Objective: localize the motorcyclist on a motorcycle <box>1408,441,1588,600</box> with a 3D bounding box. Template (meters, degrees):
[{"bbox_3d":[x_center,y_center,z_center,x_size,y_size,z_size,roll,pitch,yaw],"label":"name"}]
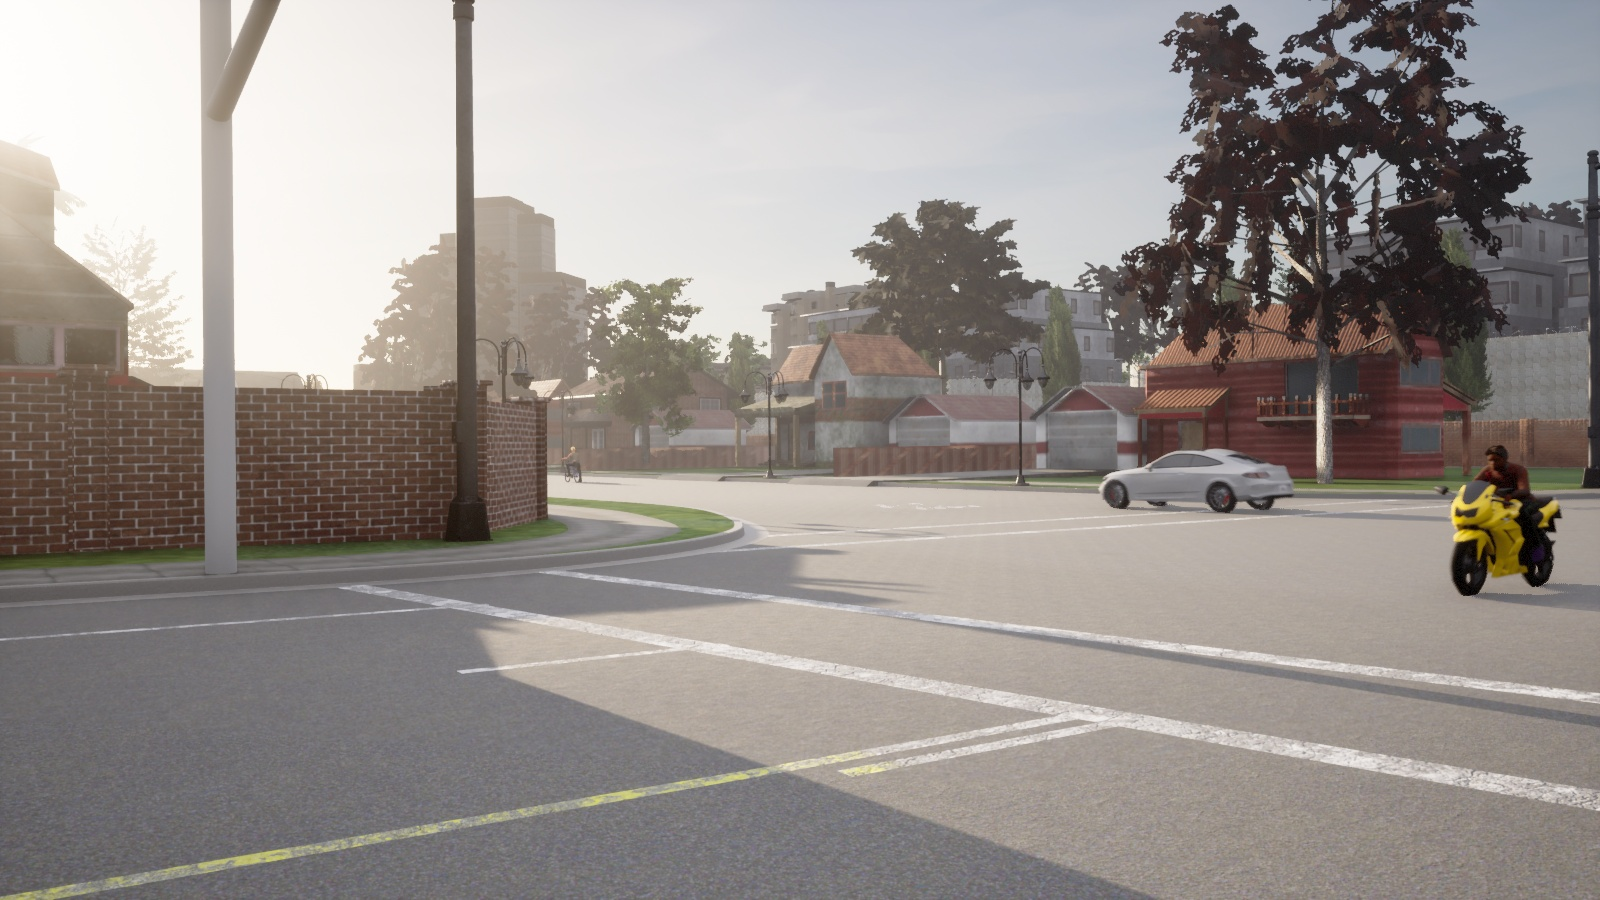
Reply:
[{"bbox_3d":[7.213,0.675,12.946,2.044,1.523,0.797,0,0,-35],"label":"motorcyclist on a motorcycle"}]

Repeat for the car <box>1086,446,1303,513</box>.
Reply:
[{"bbox_3d":[9.266,0.662,29.827,1.812,1.442,4.674,-1,0,-39],"label":"car"}]
